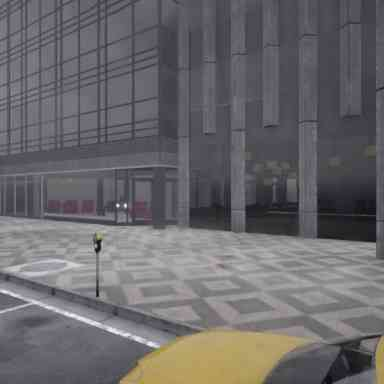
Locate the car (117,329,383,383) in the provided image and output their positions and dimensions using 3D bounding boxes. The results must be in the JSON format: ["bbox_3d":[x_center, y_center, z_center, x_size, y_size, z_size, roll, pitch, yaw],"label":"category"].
[{"bbox_3d":[1.513,1.525,2.002,4.829,1.417,1.752,0,0,36],"label":"car"}]
